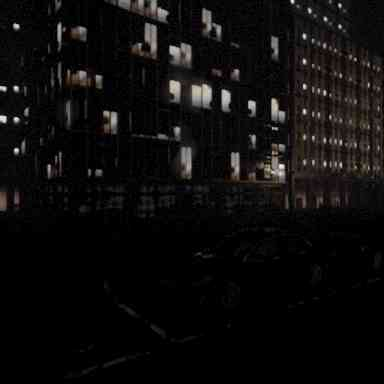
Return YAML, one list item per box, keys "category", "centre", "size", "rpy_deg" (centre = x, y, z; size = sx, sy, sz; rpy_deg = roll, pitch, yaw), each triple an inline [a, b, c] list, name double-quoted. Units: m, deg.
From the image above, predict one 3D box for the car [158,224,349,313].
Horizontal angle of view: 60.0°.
- category: "car"
  centre: [1.332, 1.531, 7.511]
  size: [4.403, 1.369, 2.008]
  rpy_deg: [0, 0, -35]

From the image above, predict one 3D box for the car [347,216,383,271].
- category: "car"
  centre: [5.837, 1.506, 10.723]
  size: [4.507, 1.381, 1.887]
  rpy_deg: [0, 0, -35]

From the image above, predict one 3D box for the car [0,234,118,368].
- category: "car"
  centre: [-3.172, 1.441, 4.299]
  size: [4.097, 1.590, 1.967]
  rpy_deg: [0, 0, -35]
